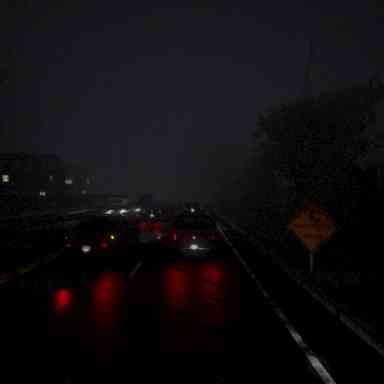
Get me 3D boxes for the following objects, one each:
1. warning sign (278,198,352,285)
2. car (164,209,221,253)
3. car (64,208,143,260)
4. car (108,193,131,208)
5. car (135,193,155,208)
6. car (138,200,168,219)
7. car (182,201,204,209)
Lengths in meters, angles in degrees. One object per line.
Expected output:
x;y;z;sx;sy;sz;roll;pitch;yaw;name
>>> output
2.883;1.116;7.976;1.300;1.860;1.060;2;2;0;warning sign
0.086;1.599;13.705;1.895;1.301;4.718;0;0;0;car
-3.171;1.525;12.290;1.812;1.442;4.674;0;0;0;car
-9.829;1.208;45.612;2.150;2.045;5.566;0;0;0;car
-6.573;1.207;47.266;2.150;2.045;5.566;0;0;0;car
-3.161;1.594;28.729;1.895;1.301;4.718;0;0;0;car
0.094;1.556;30.687;1.994;1.385;4.181;0;0;0;car
